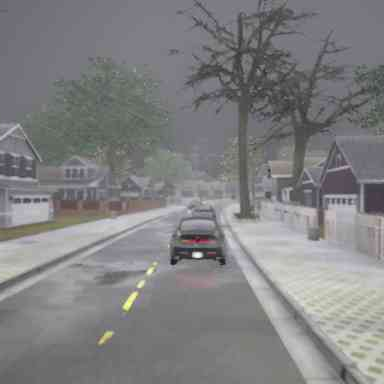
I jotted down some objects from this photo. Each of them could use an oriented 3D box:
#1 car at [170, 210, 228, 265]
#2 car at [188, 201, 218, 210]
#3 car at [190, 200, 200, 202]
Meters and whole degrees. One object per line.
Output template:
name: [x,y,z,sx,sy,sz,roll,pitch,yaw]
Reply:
car: [0.266,1.643,12.347,1.837,1.490,4.892,0,0,3]
car: [1.030,1.775,27.258,2.128,1.511,4.902,0,0,5]
car: [0.508,1.973,51.154,1.837,1.490,4.892,0,-1,8]
